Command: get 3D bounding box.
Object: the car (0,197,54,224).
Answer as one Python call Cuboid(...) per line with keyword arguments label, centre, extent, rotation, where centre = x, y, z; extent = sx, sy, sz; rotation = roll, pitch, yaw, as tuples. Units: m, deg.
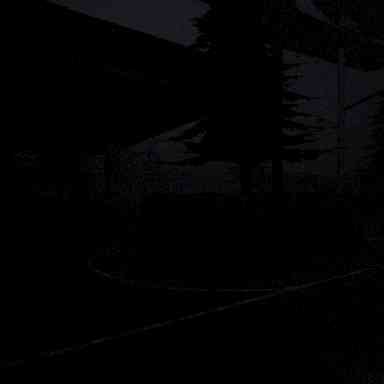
Cuboid(label="car", centre=(-11.955, 1.313, 23.487), extent=(3.866, 1.878, 1.905), rotation=(0, 0, -36))
